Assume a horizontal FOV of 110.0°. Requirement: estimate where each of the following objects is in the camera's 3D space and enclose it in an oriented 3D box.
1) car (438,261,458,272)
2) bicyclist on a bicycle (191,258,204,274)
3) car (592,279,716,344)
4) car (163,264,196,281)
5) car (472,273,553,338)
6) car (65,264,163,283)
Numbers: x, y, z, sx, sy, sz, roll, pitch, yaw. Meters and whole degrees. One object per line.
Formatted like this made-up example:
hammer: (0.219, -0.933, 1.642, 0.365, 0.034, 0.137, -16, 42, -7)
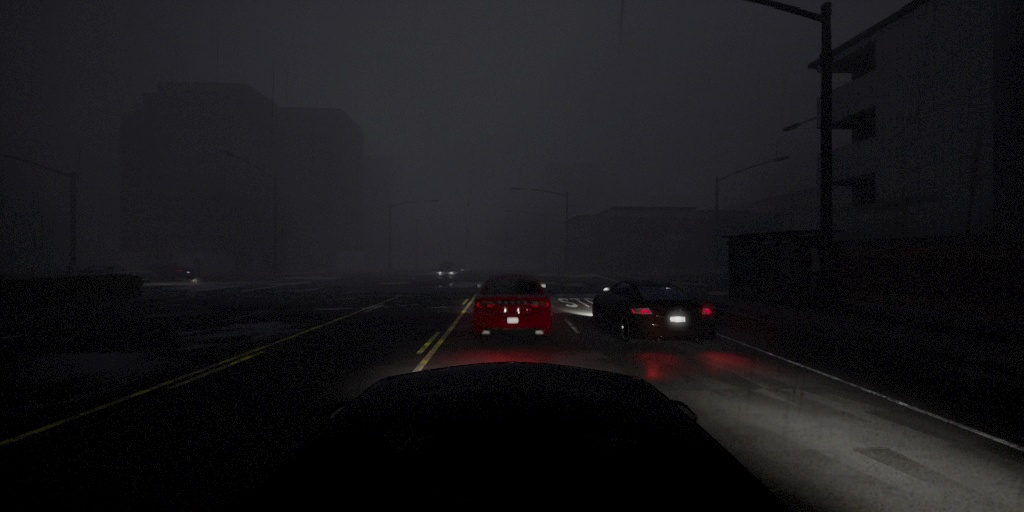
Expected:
car: (-8.976, 1.424, 49.604, 1.837, 1.490, 4.892, 0, -1, -3)
bicyclist on a bicycle: (-32.047, 1.053, 36.521, 0.582, 1.620, 1.656, 0, 0, -2)
car: (3.502, 1.314, 9.613, 1.994, 1.385, 4.181, 0, 0, 0)
car: (-28.529, 1.314, 29.328, 4.181, 1.385, 1.994, 0, 0, -2)
car: (-0.002, 1.228, 10.201, 1.882, 1.535, 5.008, 0, 0, 0)
car: (-28.502, 1.351, 25.656, 4.718, 1.301, 1.895, 0, 0, -2)
